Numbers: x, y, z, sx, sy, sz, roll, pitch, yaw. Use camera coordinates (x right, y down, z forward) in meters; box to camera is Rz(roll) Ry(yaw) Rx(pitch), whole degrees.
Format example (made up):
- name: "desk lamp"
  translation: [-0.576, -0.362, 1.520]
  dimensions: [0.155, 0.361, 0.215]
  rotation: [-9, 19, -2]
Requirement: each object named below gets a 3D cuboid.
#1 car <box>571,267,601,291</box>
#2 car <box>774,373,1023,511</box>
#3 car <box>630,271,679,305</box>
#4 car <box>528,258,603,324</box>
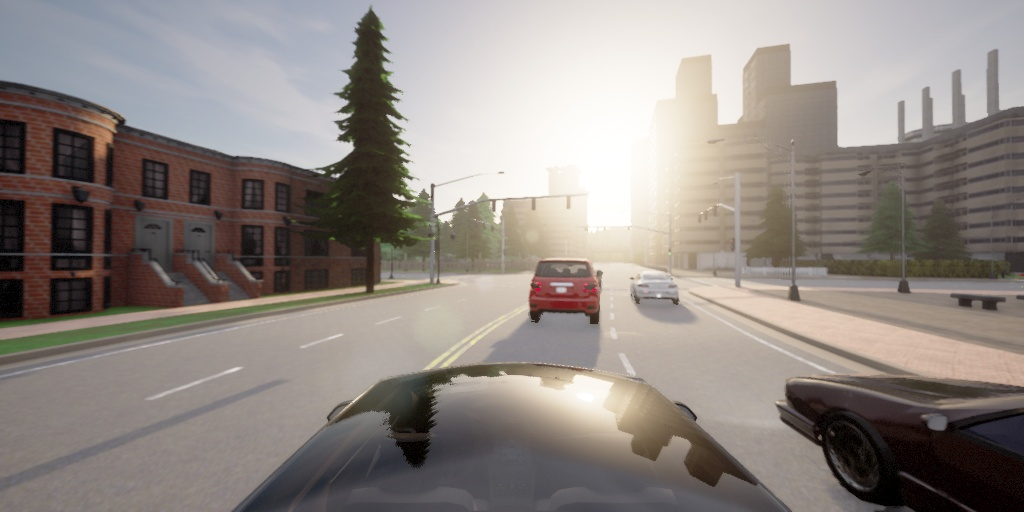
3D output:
- name: "car"
  translation: [5.390, 1.545, 25.618]
  dimensions: [1.812, 1.442, 4.674]
  rotation: [0, -1, 16]
- name: "car"
  translation: [3.722, 1.308, 1.349]
  dimensions: [2.033, 1.411, 5.357]
  rotation: [0, -1, 1]
- name: "car"
  translation: [6.813, 1.464, 17.420]
  dimensions: [1.812, 1.442, 4.674]
  rotation: [0, -1, 15]
- name: "car"
  translation: [2.008, 1.093, 12.825]
  dimensions: [2.150, 2.045, 5.566]
  rotation: [0, -1, 13]
